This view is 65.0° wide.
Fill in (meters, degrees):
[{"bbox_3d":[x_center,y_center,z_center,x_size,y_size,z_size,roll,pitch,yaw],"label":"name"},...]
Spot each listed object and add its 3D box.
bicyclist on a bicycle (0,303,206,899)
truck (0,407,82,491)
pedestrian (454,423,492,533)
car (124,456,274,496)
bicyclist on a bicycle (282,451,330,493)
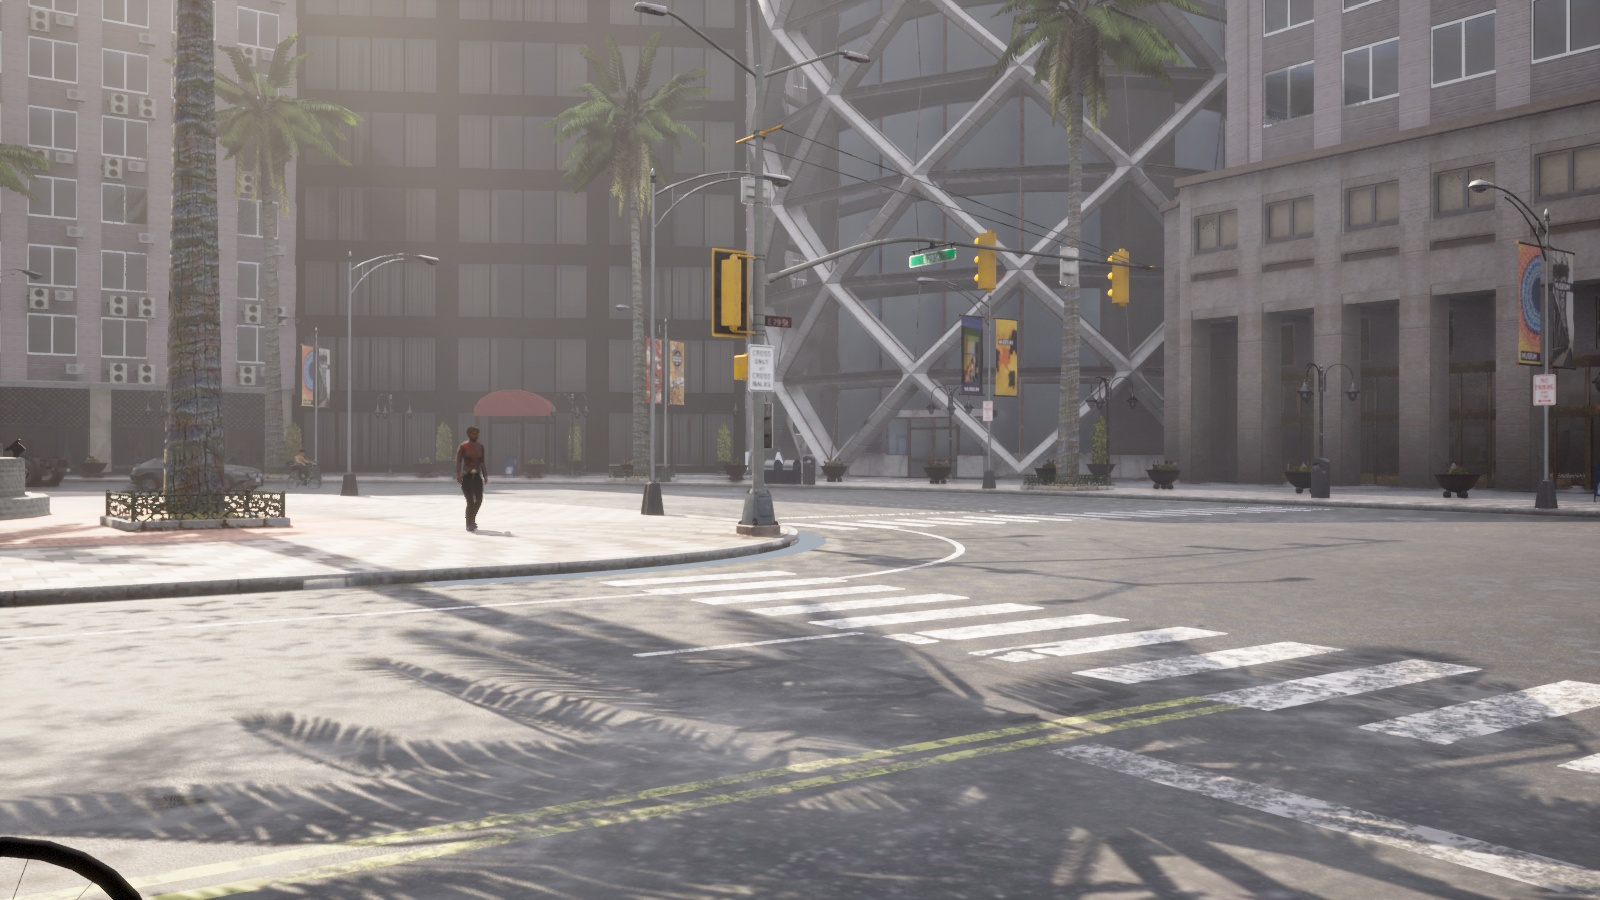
[{"bbox_3d":[-2.110,0.625,2.206,1.843,1.776,0.659,0,0,-35],"label":"bicyclist on a bicycle"},{"bbox_3d":[-34.940,-0.034,52.592,7.936,3.462,2.891,0,0,-8],"label":"truck"},{"bbox_3d":[-5.527,0.465,21.183,0.328,1.805,0.869,0,0,-36],"label":"pedestrian"},{"bbox_3d":[-21.941,0.929,45.910,4.674,1.442,1.812,0,0,6],"label":"car"},{"bbox_3d":[-19.268,0.842,48.969,1.509,1.612,0.866,0,0,12],"label":"bicyclist on a bicycle"}]
